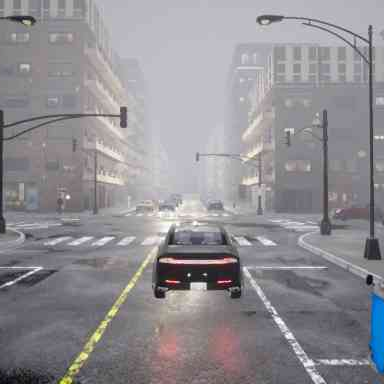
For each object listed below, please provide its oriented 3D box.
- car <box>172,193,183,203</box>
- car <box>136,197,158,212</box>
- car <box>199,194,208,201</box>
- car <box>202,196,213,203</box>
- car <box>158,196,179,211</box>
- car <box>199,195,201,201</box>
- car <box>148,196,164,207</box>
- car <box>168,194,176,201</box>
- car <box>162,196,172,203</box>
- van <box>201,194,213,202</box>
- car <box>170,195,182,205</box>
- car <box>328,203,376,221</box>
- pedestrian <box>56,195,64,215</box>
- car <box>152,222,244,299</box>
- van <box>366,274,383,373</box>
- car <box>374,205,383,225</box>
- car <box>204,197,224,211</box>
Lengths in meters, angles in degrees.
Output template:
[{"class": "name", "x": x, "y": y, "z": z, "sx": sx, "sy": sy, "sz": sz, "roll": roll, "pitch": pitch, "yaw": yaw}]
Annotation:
[{"class": "car", "x": -2.902, "y": 1.245, "z": 61.551, "sx": 2.150, "sy": 2.045, "sz": 5.566, "roll": 0, "pitch": 0, "yaw": 1}, {"class": "car", "x": -5.573, "y": 1.539, "z": 39.763, "sx": 1.752, "sy": 1.417, "sz": 4.829, "roll": 1, "pitch": 0, "yaw": 0}, {"class": "car", "x": 2.928, "y": 1.352, "z": 85.051, "sx": 2.192, "sy": 1.841, "sz": 5.009, "roll": 1, "pitch": 0, "yaw": 0}, {"class": "car", "x": 2.821, "y": 1.567, "z": 45.554, "sx": 2.008, "sy": 1.369, "sz": 4.403, "roll": 1, "pitch": 0, "yaw": 0}, {"class": "car", "x": -2.995, "y": 1.562, "z": 40.910, "sx": 2.033, "sy": 1.411, "sz": 5.357, "roll": 0, "pitch": 0, "yaw": 0}, {"class": "car", "x": 2.881, "y": 1.552, "z": 68.294, "sx": 1.752, "sy": 1.417, "sz": 4.829, "roll": 1, "pitch": 0, "yaw": 0}, {"class": "car", "x": -5.542, "y": 1.459, "z": 51.218, "sx": 1.967, "sy": 1.590, "sz": 4.097, "roll": 1, "pitch": 0, "yaw": 0}, {"class": "car", "x": -5.439, "y": 1.480, "z": 90.717, "sx": 1.967, "sy": 1.590, "sz": 4.097, "roll": 1, "pitch": 0, "yaw": 0}, {"class": "car", "x": -5.485, "y": 1.575, "z": 73.789, "sx": 1.887, "sy": 1.381, "sz": 4.507, "roll": 1, "pitch": 0, "yaw": 0}, {"class": "van", "x": 2.854, "y": 1.362, "z": 56.838, "sx": 1.690, "sy": 1.788, "sz": 3.998, "roll": 1, "pitch": 0, "yaw": 0}, {"class": "car", "x": -2.961, "y": 1.544, "z": 50.813, "sx": 1.812, "sy": 1.442, "sz": 4.674, "roll": 0, "pitch": 0, "yaw": 0}, {"class": "car", "x": 13.715, "y": 1.608, "z": 28.068, "sx": 4.097, "sy": 1.590, "sz": 1.967, "roll": 0, "pitch": -1, "yaw": 1}, {"class": "pedestrian", "x": -12.457, "y": 1.217, "z": 31.392, "sx": 0.375, "sy": 1.860, "sz": 0.375, "roll": 0, "pitch": -1, "yaw": 1}, {"class": "car", "x": 0.123, "y": 1.494, "z": 8.454, "sx": 2.128, "sy": 1.511, "sz": 4.902, "roll": 0, "pitch": 0, "yaw": 0}, {"class": "van", "x": 2.679, "y": 1.342, "z": 1.965, "sx": 1.690, "sy": 1.788, "sz": 3.998, "roll": 1, "pitch": 0, "yaw": 0}, {"class": "car", "x": 13.590, "y": 1.583, "z": 19.687, "sx": 4.313, "sy": 1.339, "sz": 1.947, "roll": 0, "pitch": -1, "yaw": 1}, {"class": "car", "x": 2.807, "y": 1.580, "z": 39.911, "sx": 1.947, "sy": 1.339, "sz": 4.313, "roll": 1, "pitch": 0, "yaw": 0}]
